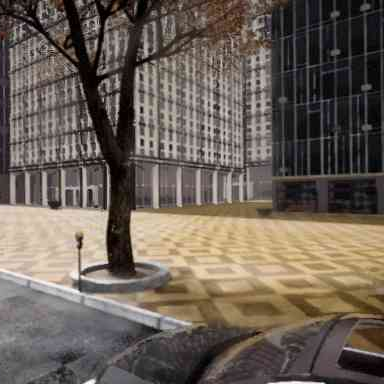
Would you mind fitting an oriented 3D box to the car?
[{"bbox_3d":[1.139,1.550,2.075,4.403,1.369,2.008,0,-1,36],"label":"car"}]
